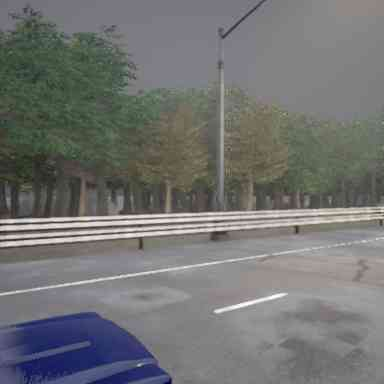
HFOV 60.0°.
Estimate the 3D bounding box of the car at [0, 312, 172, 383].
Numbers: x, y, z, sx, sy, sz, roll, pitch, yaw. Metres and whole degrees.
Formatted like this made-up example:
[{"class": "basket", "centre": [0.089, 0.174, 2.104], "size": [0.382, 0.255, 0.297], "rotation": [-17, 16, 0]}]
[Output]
[{"class": "car", "centre": [-2.409, 1.592, 2.028], "size": [4.718, 1.301, 1.895], "rotation": [1, 0, -35]}]
